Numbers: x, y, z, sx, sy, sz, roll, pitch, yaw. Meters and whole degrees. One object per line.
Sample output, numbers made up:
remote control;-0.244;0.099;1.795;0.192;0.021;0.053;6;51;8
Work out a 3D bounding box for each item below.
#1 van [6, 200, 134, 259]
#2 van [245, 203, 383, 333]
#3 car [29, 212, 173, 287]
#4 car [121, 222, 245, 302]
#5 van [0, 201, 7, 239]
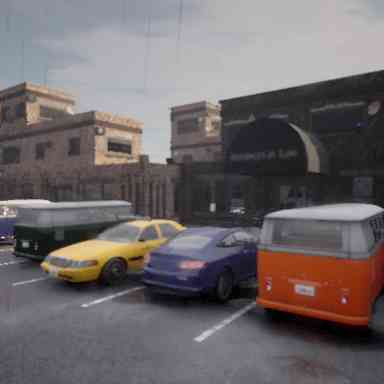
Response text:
van;-3.725;1.325;11.757;1.878;1.987;4.442;-1;0;36
van;3.009;1.264;6.952;1.878;1.987;4.442;-1;0;36
car;-1.653;1.527;9.908;1.946;1.575;5.366;-1;0;36
car;0.698;1.550;8.455;2.002;1.452;4.674;-1;0;36
van;-8.213;1.371;14.959;1.878;1.987;4.442;-1;0;36
